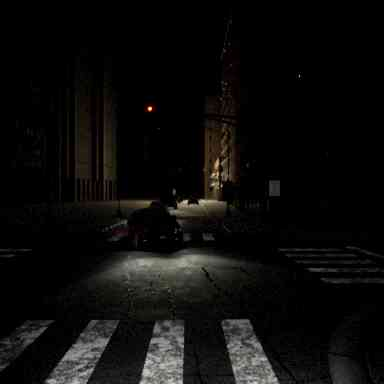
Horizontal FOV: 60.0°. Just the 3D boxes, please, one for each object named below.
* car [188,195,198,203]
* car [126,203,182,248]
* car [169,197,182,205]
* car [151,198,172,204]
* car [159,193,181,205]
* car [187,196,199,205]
[{"bbox_3d":[0.213,1.476,67.871,1.882,1.535,5.008,0,0,0],"label":"car"},{"bbox_3d":[-1.872,1.480,15.275,1.882,1.535,5.008,0,0,-17],"label":"car"},{"bbox_3d":[-2.903,1.554,58.902,2.033,1.411,5.357,0,0,0],"label":"car"},{"bbox_3d":[-3.050,1.527,29.919,1.812,1.442,4.674,0,0,0],"label":"car"},{"bbox_3d":[-3.013,1.221,43.654,2.150,2.045,5.566,0,0,1],"label":"car"},{"bbox_3d":[0.201,1.526,57.884,1.812,1.442,4.674,0,0,0],"label":"car"}]
